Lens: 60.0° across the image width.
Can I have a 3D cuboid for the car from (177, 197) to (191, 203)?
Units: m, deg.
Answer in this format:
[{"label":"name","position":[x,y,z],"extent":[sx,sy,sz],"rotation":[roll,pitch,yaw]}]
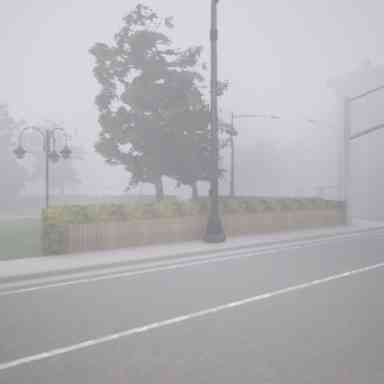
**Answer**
[{"label":"car","position":[-1.790,1.464,56.272],"extent":[1.994,1.385,4.181],"rotation":[0,0,-34]}]
